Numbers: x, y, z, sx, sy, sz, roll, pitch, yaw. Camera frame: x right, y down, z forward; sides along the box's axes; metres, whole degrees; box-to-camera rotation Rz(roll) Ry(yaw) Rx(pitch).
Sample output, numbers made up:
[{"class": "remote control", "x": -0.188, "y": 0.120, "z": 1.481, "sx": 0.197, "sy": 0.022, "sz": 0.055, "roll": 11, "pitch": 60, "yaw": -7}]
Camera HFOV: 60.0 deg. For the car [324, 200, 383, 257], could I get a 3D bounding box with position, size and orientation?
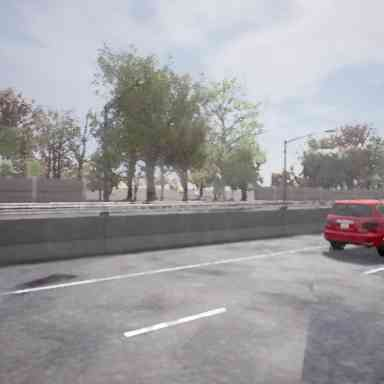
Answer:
[{"class": "car", "x": 7.759, "y": 1.350, "z": 13.697, "sx": 5.566, "sy": 2.045, "sz": 2.150, "roll": 1, "pitch": 0, "yaw": -35}]
